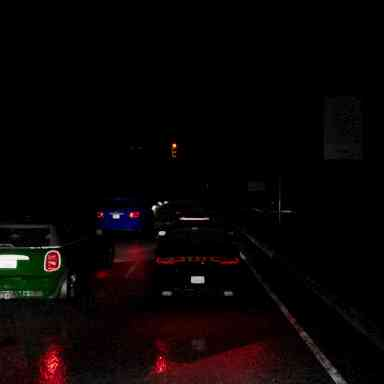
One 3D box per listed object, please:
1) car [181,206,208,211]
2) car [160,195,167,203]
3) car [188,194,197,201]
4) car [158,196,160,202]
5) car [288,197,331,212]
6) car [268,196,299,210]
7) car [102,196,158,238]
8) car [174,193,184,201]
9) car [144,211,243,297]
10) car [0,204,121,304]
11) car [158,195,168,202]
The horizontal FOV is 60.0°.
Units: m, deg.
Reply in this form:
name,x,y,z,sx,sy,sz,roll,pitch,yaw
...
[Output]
name,x,y,z,sx,sy,sz,roll,pitch,yaw
car,0.127,1.491,18.148,2.128,1.511,4.902,0,0,0
car,-6.902,1.548,68.535,2.033,1.411,5.357,0,0,0
car,0.128,1.348,85.967,2.097,1.767,4.553,0,0,0
car,-7.002,1.505,55.801,1.837,1.490,4.892,0,0,0
car,13.764,1.564,38.361,4.181,1.385,1.994,0,0,3
car,12.009,1.352,41.970,4.553,1.767,2.097,0,0,3
car,-3.393,1.221,17.893,2.150,2.045,5.566,0,0,2
car,-3.372,1.218,85.650,2.150,2.045,5.566,0,0,0
car,0.113,1.478,8.648,1.882,1.535,5.008,0,0,0
car,-3.388,1.352,8.276,2.097,1.767,4.553,0,0,0
car,-6.883,1.478,78.698,1.882,1.535,5.008,0,0,0
